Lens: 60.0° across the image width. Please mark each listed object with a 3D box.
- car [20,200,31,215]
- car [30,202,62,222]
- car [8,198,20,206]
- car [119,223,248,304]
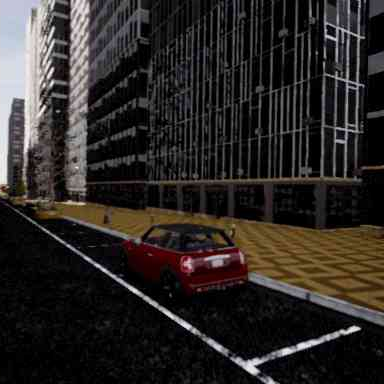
[{"bbox_3d":[-17.905,1.771,37.523,1.947,1.339,4.313,-1,0,-31],"label":"car"},{"bbox_3d":[-12.179,1.686,28.040,1.752,1.417,4.829,-1,0,-31],"label":"car"},{"bbox_3d":[-32.530,1.853,61.744,1.752,1.417,4.829,-1,0,-31],"label":"car"},{"bbox_3d":[-0.462,1.515,8.632,1.967,1.590,4.097,-1,0,-31],"label":"car"}]
